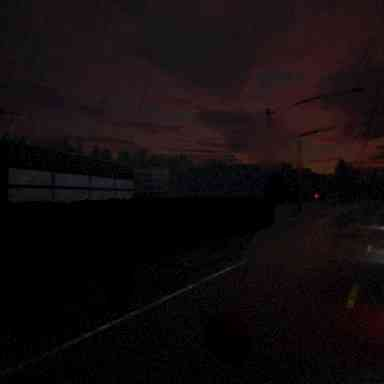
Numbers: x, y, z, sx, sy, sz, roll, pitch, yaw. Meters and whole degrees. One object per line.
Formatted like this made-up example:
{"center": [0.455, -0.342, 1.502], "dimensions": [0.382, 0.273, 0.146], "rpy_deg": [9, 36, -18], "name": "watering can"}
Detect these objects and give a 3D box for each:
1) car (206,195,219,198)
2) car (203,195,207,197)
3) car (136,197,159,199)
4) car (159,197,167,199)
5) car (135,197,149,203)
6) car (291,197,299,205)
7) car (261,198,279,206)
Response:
{"center": [5.881, 1.771, 78.649], "dimensions": [1.932, 1.855, 4.605], "rpy_deg": [-1, -1, 31], "name": "car"}
{"center": [3.182, 1.779, 79.800], "dimensions": [1.905, 1.878, 3.866], "rpy_deg": [-1, -1, 31], "name": "car"}
{"center": [-9.155, 1.957, 66.113], "dimensions": [2.007, 1.523, 4.514], "rpy_deg": [-1, -1, 31], "name": "car"}
{"center": [-7.766, 1.986, 86.419], "dimensions": [2.152, 1.636, 5.027], "rpy_deg": [-1, -1, 31], "name": "car"}
{"center": [-13.424, 2.129, 89.462], "dimensions": [1.970, 1.475, 3.806], "rpy_deg": [-1, -1, 31], "name": "car"}
{"center": [21.714, 1.857, 68.914], "dimensions": [1.845, 1.501, 3.633], "rpy_deg": [-1, -1, 31], "name": "car"}
{"center": [15.324, 1.866, 64.106], "dimensions": [1.970, 1.475, 3.806], "rpy_deg": [-1, -1, 31], "name": "car"}
